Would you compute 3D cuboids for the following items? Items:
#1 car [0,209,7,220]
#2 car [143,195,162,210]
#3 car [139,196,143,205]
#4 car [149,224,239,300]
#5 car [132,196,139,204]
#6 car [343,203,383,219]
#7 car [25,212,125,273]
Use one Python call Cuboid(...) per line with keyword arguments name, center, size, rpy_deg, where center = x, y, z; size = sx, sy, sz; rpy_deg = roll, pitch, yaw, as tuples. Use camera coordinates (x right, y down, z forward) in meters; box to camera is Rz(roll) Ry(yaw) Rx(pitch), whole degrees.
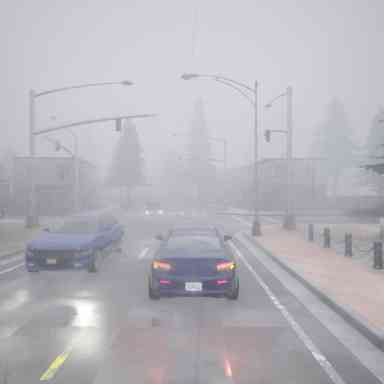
Cuboid(name="car", center=(-16.484, 1.548, 25.289), size=(4.181, 1.385, 1.994), rpy_deg=(0, 0, 1))
Cuboid(name="car", center=(-4.938, 1.443, 43.084), size=(1.882, 1.535, 5.008), rpy_deg=(0, 0, -6))
Cuboid(name="car", center=(-6.689, 1.317, 52.971), size=(2.097, 1.767, 4.553), rpy_deg=(0, 0, -15))
Cuboid(name="car", center=(0.041, 1.526, 8.256), size=(1.812, 1.442, 4.674), rpy_deg=(0, 0, 0))
Cuboid(name="car", center=(-10.082, 1.470, 62.777), size=(1.837, 1.490, 4.892), rpy_deg=(0, 0, -23))
Cuboid(name="car", center=(15.443, 1.585, 28.132), size=(4.718, 1.301, 1.895), rpy_deg=(0, 0, 2))
Cuboid(name="car", center=(-3.524, 1.477, 10.905), size=(1.882, 1.535, 5.008), rpy_deg=(0, 0, 1))
